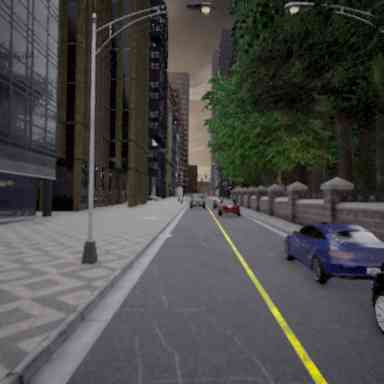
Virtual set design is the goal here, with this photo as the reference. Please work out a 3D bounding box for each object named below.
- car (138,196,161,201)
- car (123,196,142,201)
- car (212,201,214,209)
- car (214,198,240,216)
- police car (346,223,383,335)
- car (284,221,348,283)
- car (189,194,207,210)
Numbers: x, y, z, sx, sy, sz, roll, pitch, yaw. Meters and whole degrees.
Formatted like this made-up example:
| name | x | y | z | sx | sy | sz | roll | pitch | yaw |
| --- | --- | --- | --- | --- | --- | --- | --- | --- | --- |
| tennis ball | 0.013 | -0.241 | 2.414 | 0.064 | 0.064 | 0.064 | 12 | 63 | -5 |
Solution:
| name | x | y | z | sx | sy | sz | roll | pitch | yaw |
| --- | --- | --- | --- | --- | --- | --- | --- | --- | --- |
| car | -10.230 | 1.530 | 78.277 | 4.403 | 1.369 | 2.008 | 1 | -1 | 1 |
| car | -15.547 | 1.678 | 86.930 | 4.403 | 1.369 | 2.008 | 1 | -1 | 1 |
| car | 3.833 | 1.635 | 46.527 | 1.812 | 1.442 | 4.674 | 1 | 0 | 1 |
| car | 3.646 | 1.435 | 33.747 | 2.097 | 1.767 | 4.553 | 1 | 0 | 1 |
| police car | 3.938 | 1.470 | 3.749 | 1.930 | 1.638 | 5.238 | 1 | 0 | 1 |
| car | 4.046 | 1.578 | 9.640 | 1.812 | 1.442 | 4.674 | 1 | 0 | 1 |
| car | 0.790 | 1.295 | 44.486 | 2.150 | 2.045 | 5.566 | 1 | 0 | 1 |
